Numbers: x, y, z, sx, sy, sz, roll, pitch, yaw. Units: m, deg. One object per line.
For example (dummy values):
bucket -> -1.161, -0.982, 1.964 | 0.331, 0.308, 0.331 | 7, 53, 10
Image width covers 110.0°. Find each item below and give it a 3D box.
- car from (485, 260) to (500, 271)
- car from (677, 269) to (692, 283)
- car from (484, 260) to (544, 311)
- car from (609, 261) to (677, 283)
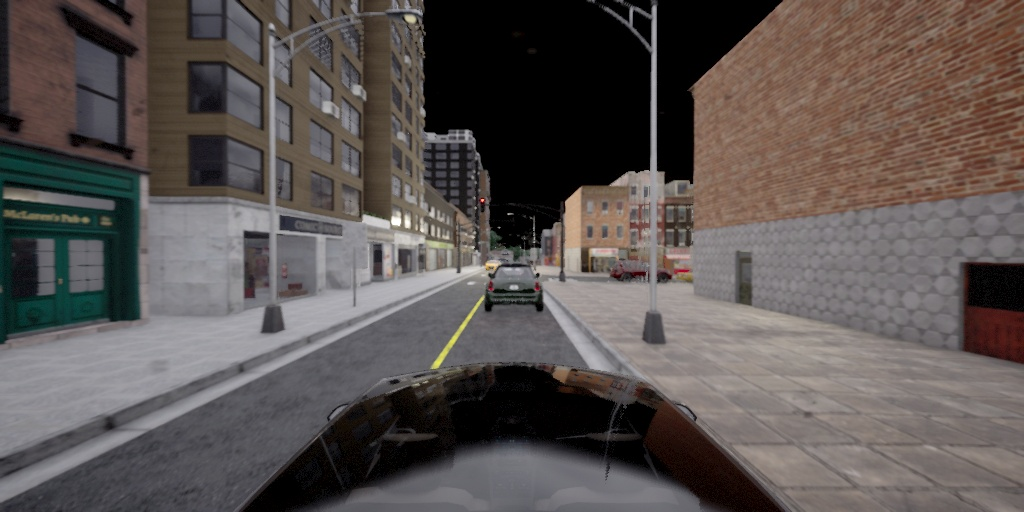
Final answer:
car -> -2.820, 1.360, 51.944 | 1.882, 1.535, 5.008 | 0, -1, 0
car -> 16.512, 1.645, 30.345 | 4.829, 1.417, 1.751 | 0, 0, 0
car -> 0.079, 1.070, 14.333 | 2.097, 1.767, 4.553 | 0, 0, 0
car -> 10.797, 1.332, 30.356 | 5.009, 1.841, 2.192 | 0, 0, 0
